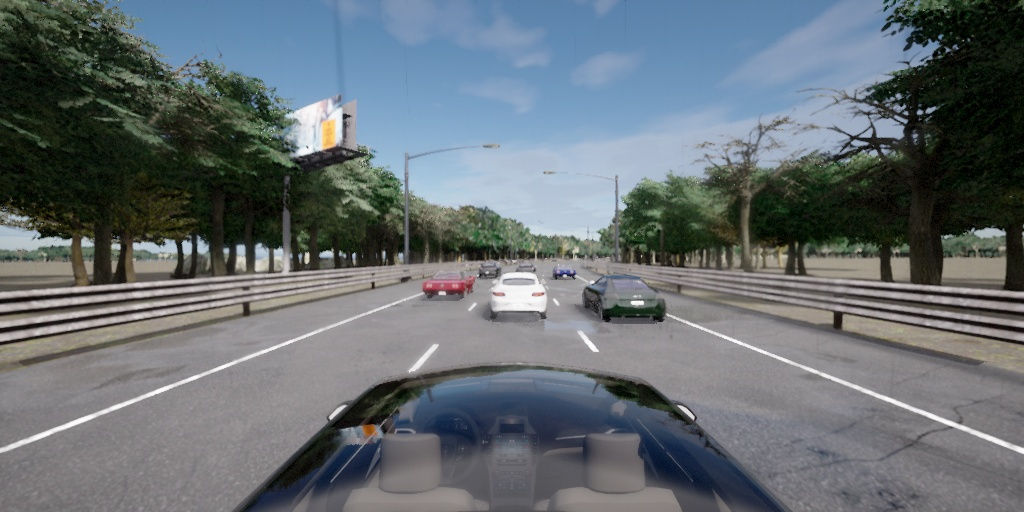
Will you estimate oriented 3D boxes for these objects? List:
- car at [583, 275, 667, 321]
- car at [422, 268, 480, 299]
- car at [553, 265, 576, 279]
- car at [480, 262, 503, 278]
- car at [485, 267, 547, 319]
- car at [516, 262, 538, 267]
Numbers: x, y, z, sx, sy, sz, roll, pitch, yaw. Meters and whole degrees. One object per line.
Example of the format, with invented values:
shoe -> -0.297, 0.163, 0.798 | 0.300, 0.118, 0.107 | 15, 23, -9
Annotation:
car -> 3.747, 1.350, 12.575 | 1.994, 1.385, 4.181 | 0, 0, 1
car -> -3.065, 1.406, 18.502 | 1.895, 1.301, 4.718 | 0, 0, 2
car -> 4.830, 1.461, 33.611 | 1.895, 1.301, 4.718 | 0, 0, 4
car -> -2.057, 1.356, 35.194 | 2.128, 1.511, 4.902 | 0, 0, 5
car -> 0.254, 1.312, 12.966 | 1.812, 1.442, 4.674 | 0, 0, 2
car -> 1.447, 1.356, 35.112 | 2.128, 1.511, 4.902 | 0, 0, 5
